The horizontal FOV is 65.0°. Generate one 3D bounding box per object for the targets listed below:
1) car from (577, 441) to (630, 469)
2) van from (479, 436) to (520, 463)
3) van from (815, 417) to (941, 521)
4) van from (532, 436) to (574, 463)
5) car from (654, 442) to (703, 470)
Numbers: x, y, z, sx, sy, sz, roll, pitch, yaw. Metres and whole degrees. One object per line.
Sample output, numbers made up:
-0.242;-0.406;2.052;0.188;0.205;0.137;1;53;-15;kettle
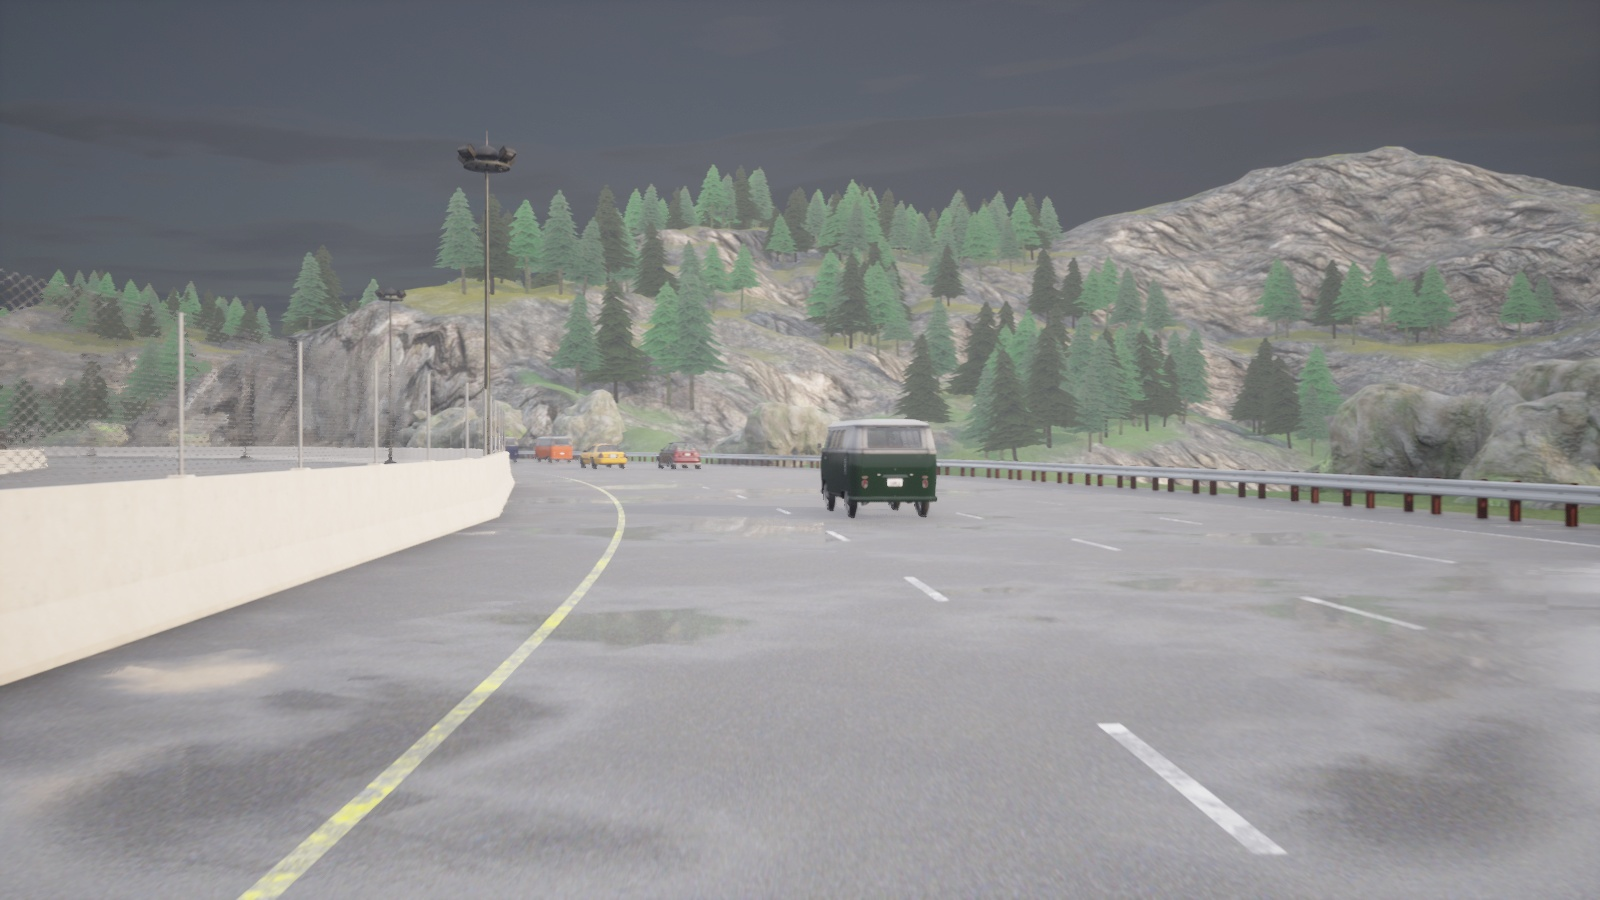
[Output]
-11.447;0.270;72.774;1.801;1.575;5.366;0;0;-23;car
-22.821;-0.048;95.244;1.775;1.987;4.442;0;0;-30;van
1.538;0.351;26.414;1.775;1.987;4.442;0;0;-8;van
-18.757;-0.046;95.229;1.775;1.987;4.442;0;0;-30;van
-6.887;0.322;70.901;1.789;1.549;3.705;0;0;-22;car
